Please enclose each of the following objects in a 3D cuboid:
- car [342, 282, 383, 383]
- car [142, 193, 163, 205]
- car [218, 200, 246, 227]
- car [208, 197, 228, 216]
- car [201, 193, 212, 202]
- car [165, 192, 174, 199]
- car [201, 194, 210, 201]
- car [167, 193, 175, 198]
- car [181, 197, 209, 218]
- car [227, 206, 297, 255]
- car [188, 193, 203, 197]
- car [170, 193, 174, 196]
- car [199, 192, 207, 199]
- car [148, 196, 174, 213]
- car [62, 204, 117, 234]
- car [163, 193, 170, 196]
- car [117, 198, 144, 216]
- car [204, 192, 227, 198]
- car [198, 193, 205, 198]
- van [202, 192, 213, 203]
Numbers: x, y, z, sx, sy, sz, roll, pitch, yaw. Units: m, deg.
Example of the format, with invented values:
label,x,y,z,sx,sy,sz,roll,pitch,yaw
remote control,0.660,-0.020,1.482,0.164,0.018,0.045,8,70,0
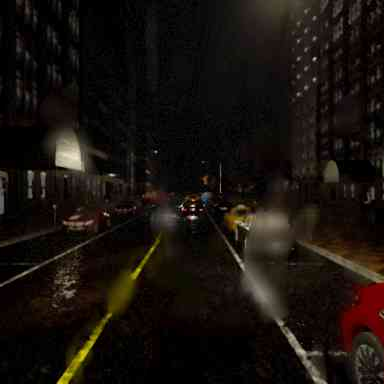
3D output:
label,x,y,z,sx,sy,sz,roll,pitch,yaw
car,2.696,1.303,1.675,2.192,1.841,5.009,0,0,0
car,-5.685,1.012,45.987,2.192,1.841,5.009,0,0,0
car,2.694,1.404,18.463,1.752,1.417,4.829,0,0,0
car,2.694,1.373,29.372,1.947,1.339,4.313,0,0,0
car,2.694,1.027,62.606,1.967,1.590,4.097,0,0,0
car,-5.686,0.879,84.762,1.967,1.590,4.097,0,0,0
car,2.694,1.074,68.315,1.752,1.417,4.829,0,0,0
car,-5.687,0.953,90.302,2.008,1.369,4.403,0,0,0
car,0.097,1.366,27.496,2.033,1.411,5.357,0,0,0
car,2.694,1.467,12.754,2.008,1.369,4.403,0,0,0
car,0.101,1.185,44.333,1.882,1.535,5.008,0,0,0
car,-5.687,1.021,79.223,1.887,1.381,4.507,0,0,0
car,2.694,0.879,84.763,1.967,1.590,4.097,0,0,0
car,-3.006,1.375,34.358,1.895,1.301,4.718,0,0,0
car,-5.686,1.462,18.293,1.802,1.307,4.206,0,0,0
car,-5.687,1.131,62.606,1.887,1.381,4.507,0,0,0
car,-5.686,1.389,29.372,1.802,1.307,4.206,0,0,0
car,2.695,1.085,34.909,2.192,1.841,5.009,0,0,0
car,2.694,0.926,90.471,1.752,1.417,4.829,0,0,0
van,2.695,0.965,57.066,1.690,1.788,3.998,0,0,0
